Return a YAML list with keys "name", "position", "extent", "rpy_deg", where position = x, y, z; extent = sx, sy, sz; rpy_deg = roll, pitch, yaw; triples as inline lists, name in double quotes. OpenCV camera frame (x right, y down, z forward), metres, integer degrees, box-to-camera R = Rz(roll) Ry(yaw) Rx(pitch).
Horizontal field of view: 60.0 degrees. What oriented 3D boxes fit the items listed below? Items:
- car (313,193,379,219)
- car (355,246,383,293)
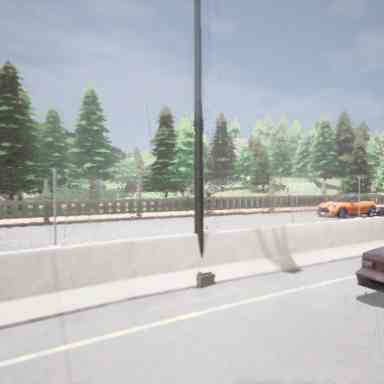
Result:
- name: "car"
  position: [11.845, 1.029, 25.625]
  extent: [4.553, 1.767, 2.097]
  rpy_deg: [-1, 1, -22]
- name: "car"
  position: [5.912, 1.438, 7.216]
  extent: [5.357, 1.411, 2.033]
  rpy_deg: [-1, 1, -29]
